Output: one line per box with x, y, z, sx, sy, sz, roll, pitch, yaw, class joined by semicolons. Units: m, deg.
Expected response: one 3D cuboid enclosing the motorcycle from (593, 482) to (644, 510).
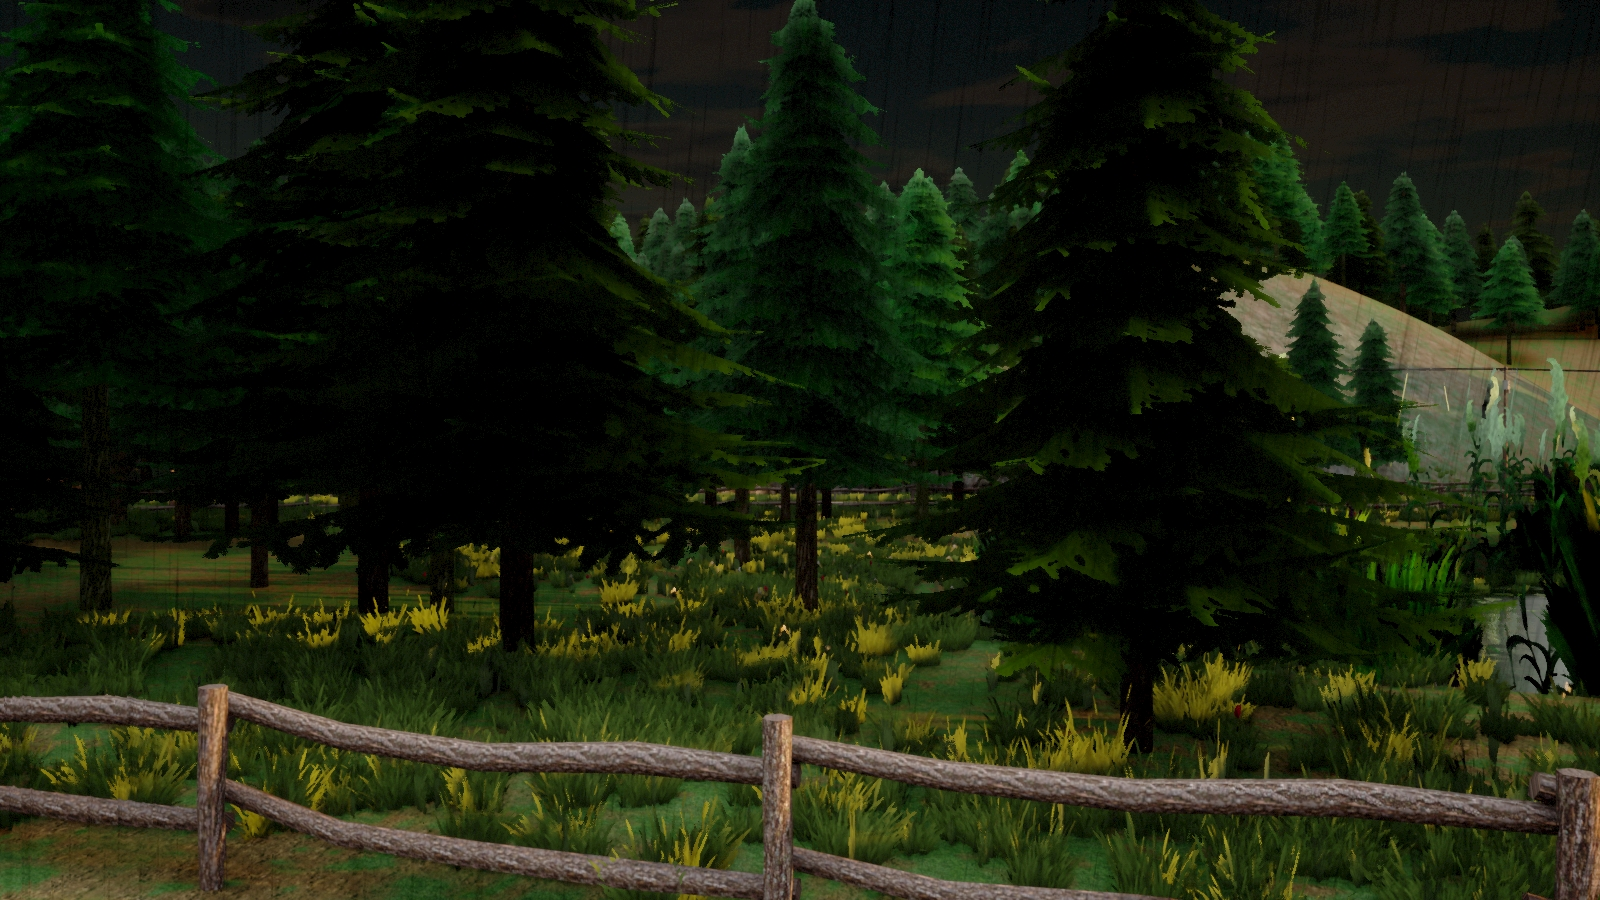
-8.608;2.178;54.112;2.209;1.251;0.867;0;0;14;motorcycle
